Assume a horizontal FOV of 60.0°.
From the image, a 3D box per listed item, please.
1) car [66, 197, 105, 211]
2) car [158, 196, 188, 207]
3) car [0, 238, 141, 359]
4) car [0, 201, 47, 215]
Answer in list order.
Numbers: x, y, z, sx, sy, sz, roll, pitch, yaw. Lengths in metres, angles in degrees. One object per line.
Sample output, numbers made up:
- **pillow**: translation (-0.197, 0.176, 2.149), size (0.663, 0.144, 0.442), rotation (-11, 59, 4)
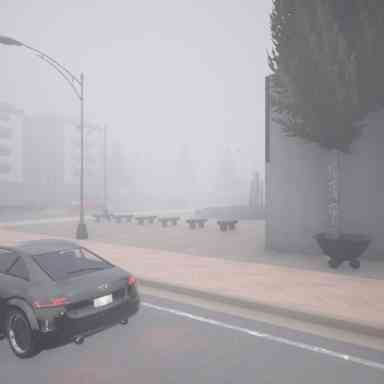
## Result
- **car**: translation (-13.090, 1.352, 40.855), size (2.097, 1.767, 4.553), rotation (0, 0, 38)
- **car**: translation (-2.977, 1.354, 50.934), size (4.553, 1.767, 2.097), rotation (0, 0, -35)
- **car**: translation (-2.929, 1.564, 6.047), size (4.181, 1.385, 1.994), rotation (0, 0, 36)
- **car**: translation (-17.651, 1.601, 34.352), size (1.895, 1.301, 4.718), rotation (0, 0, 33)
